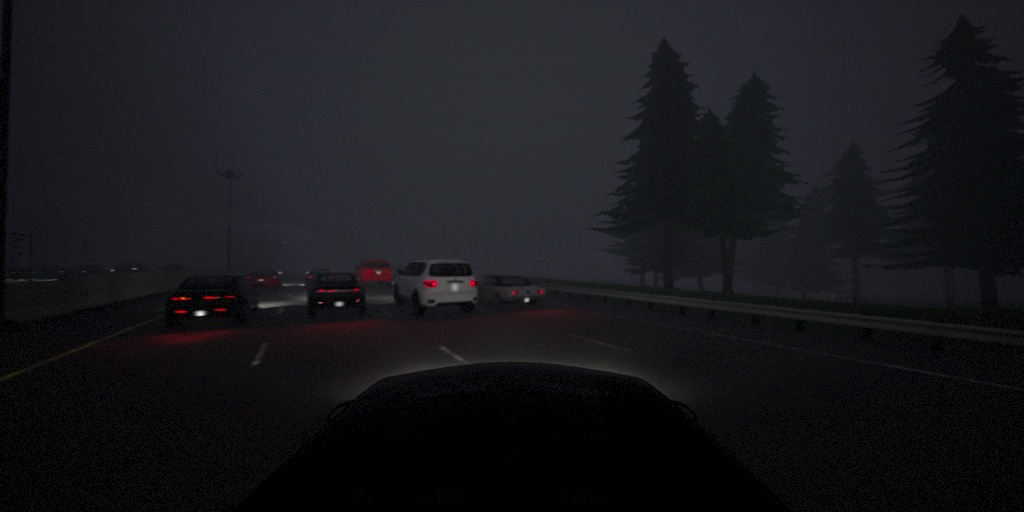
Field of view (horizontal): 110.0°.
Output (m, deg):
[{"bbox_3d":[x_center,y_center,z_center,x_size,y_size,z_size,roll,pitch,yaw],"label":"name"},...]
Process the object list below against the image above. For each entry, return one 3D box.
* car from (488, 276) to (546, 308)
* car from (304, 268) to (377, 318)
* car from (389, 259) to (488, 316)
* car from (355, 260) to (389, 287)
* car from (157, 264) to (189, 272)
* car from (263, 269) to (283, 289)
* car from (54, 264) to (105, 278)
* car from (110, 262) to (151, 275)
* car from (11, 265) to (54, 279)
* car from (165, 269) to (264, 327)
[{"bbox_3d":[-0.458,1.562,16.798,1.895,1.301,4.718,1,-1,-29],"label":"car"},{"bbox_3d":[-6.826,1.384,13.846,2.128,1.511,4.902,1,-1,-29],"label":"car"},{"bbox_3d":[-3.260,1.142,14.644,2.150,2.045,5.566,1,-1,-29],"label":"car"},{"bbox_3d":[-10.705,1.292,27.607,2.150,2.045,5.566,1,-1,-29],"label":"car"},{"bbox_3d":[-38.723,1.624,41.040,1.882,1.535,5.008,1,-1,-30],"label":"car"},{"bbox_3d":[-17.409,1.572,25.251,1.994,1.385,4.181,1,-1,-29],"label":"car"},{"bbox_3d":[-44.787,1.575,37.554,1.837,1.490,4.892,1,-1,-29],"label":"car"},{"bbox_3d":[-41.843,1.464,39.454,2.097,1.767,4.553,1,-1,-30],"label":"car"},{"bbox_3d":[-48.460,1.599,36.959,2.033,1.411,5.357,1,-1,-29],"label":"car"},{"bbox_3d":[-9.865,1.361,12.111,1.837,1.490,4.892,1,-1,-29],"label":"car"}]
